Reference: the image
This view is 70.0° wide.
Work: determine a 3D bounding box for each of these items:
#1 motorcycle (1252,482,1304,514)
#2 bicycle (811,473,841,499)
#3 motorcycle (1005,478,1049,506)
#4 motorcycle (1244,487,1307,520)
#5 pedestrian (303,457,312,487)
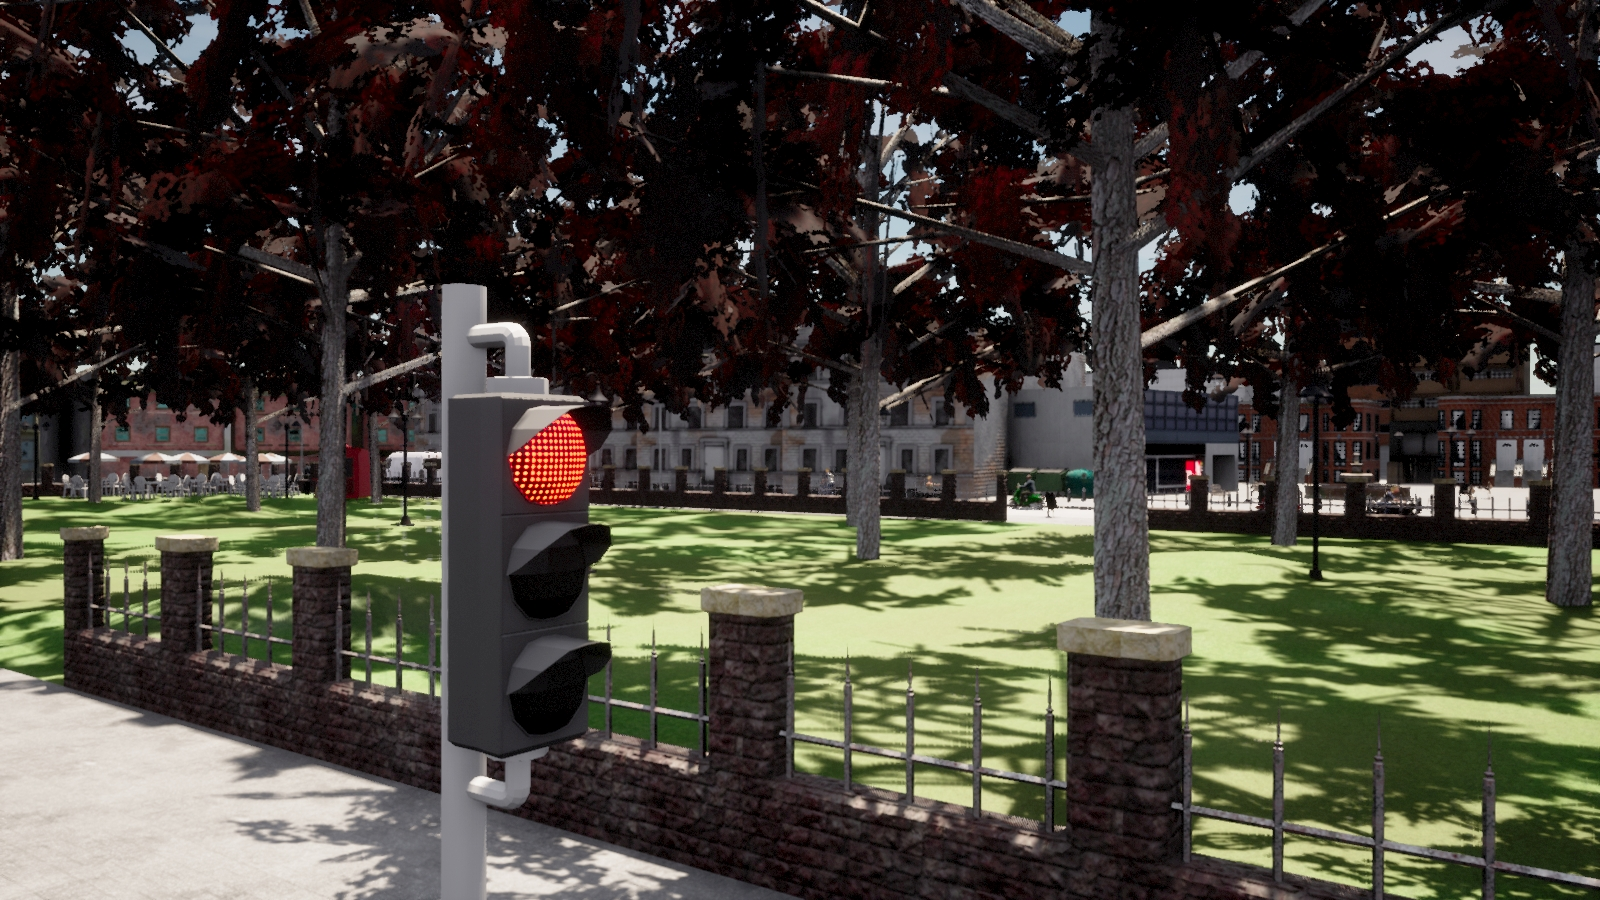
[{"bbox_3d":[19.339,1.938,46.223,1.805,1.236,0.856,0,0,36],"label":"motorcycle"},{"bbox_3d":[1.341,1.869,59.386,1.643,1.296,0.373,0,0,36],"label":"bicycle"},{"bbox_3d":[10.465,1.917,52.683,1.805,1.236,0.856,0,0,36],"label":"motorcycle"},{"bbox_3d":[17.688,1.970,42.551,2.033,1.145,0.803,0,0,36],"label":"motorcycle"},{"bbox_3d":[-31.092,1.395,72.162,0.375,1.860,0.375,0,0,36],"label":"pedestrian"}]
